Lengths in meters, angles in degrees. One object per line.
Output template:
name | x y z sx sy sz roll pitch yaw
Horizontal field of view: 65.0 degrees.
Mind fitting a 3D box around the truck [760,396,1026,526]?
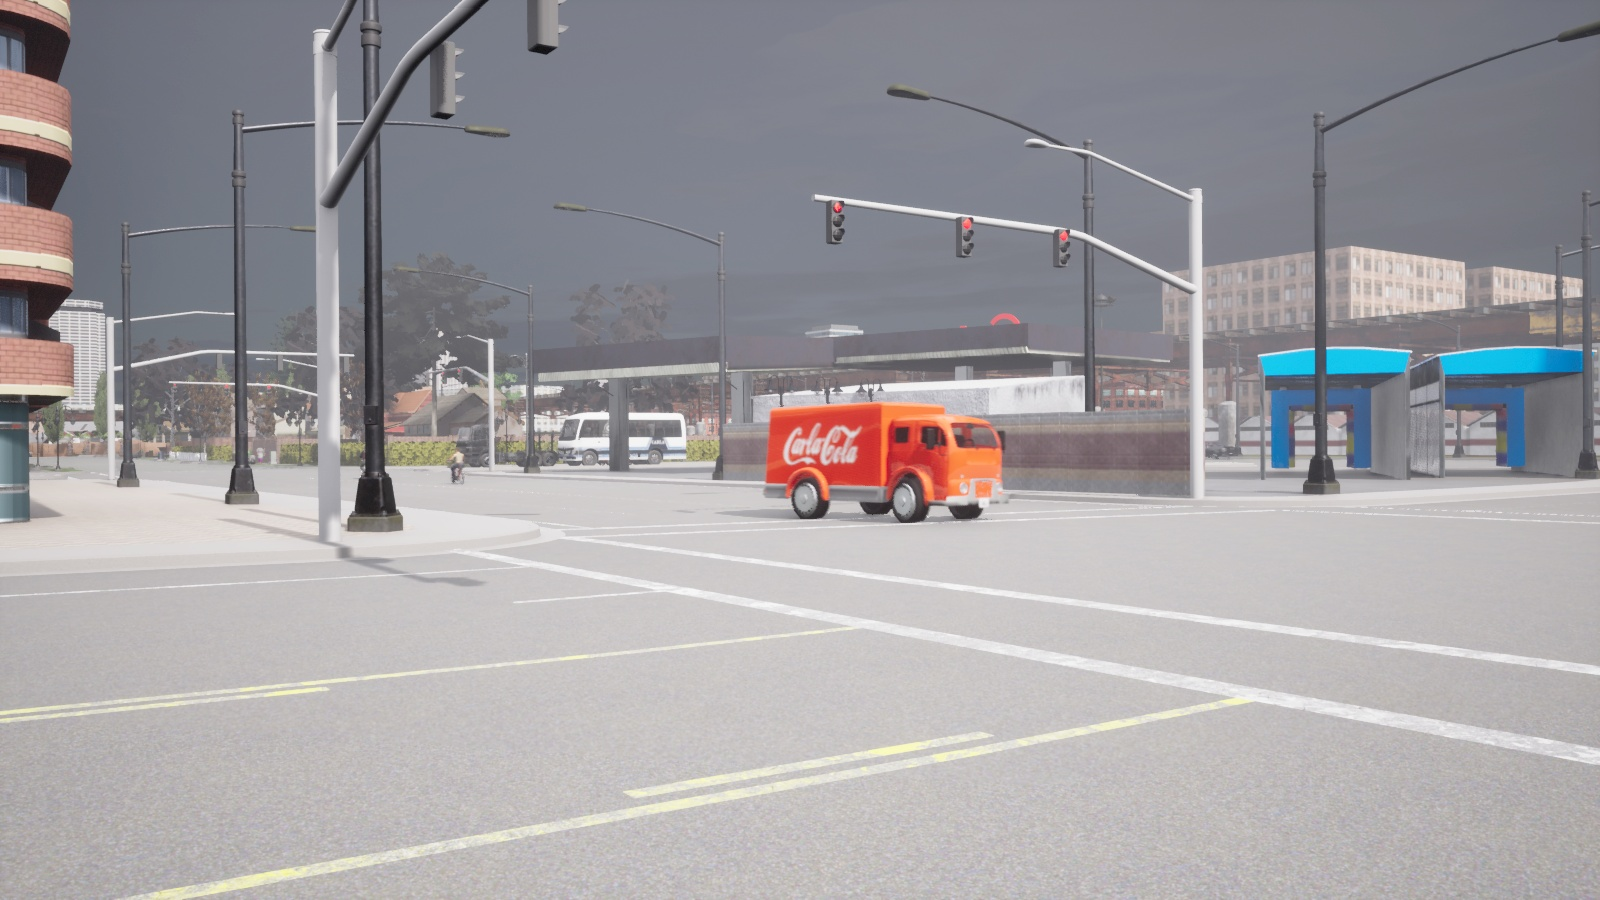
truck | 1.878 0.235 26.736 2.627 2.467 5.204 0 -1 -44

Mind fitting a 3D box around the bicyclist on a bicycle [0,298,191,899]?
bicyclist on a bicycle | -2.100 0.623 2.117 1.843 1.776 0.659 0 0 -36
